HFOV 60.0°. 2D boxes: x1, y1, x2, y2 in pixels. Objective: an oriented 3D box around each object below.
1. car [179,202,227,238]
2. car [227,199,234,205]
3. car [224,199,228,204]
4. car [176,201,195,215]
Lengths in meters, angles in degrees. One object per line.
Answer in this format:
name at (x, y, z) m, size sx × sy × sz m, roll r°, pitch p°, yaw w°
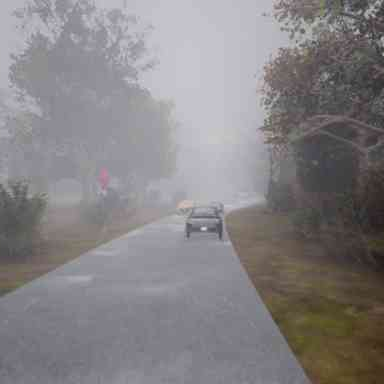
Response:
car at (0.713, 1.531, 18.066) m, size 2.128 × 1.511 × 4.902 m, roll 0°, pitch 0°, yaw 4°
car at (8.612, 2.278, 77.216) m, size 1.994 × 1.385 × 4.181 m, roll 1°, pitch 0°, yaw 16°
car at (2.694, 1.803, 37.508) m, size 2.033 × 1.411 × 5.357 m, roll 0°, pitch -1°, yaw 8°
car at (-0.430, 1.690, 36.191) m, size 1.882 × 1.535 × 5.008 m, roll 0°, pitch -1°, yaw 8°
